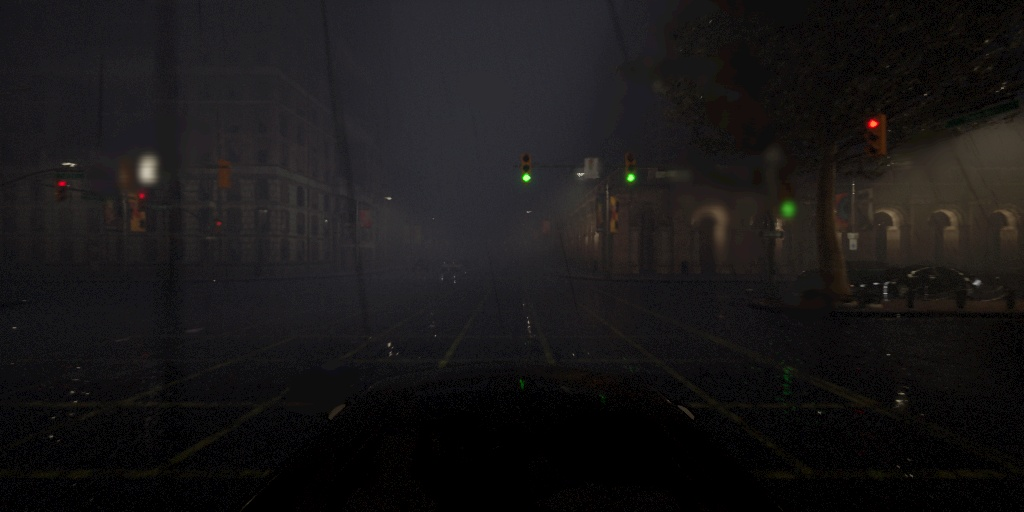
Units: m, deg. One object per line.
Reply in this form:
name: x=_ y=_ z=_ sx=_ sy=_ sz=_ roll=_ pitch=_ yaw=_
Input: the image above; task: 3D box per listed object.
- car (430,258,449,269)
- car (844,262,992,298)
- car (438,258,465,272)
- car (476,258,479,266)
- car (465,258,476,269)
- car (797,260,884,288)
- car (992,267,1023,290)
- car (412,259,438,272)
car: x=-10.529 y=1.096 z=52.413 sx=1.812 sy=1.442 sz=4.674 roll=0 pitch=0 yaw=1
car: x=19.339 y=1.199 z=17.299 sx=4.892 sy=1.490 sz=1.837 roll=0 pitch=0 yaw=0
car: x=-7.102 y=1.206 z=42.587 sx=1.895 sy=1.301 sz=4.718 roll=0 pitch=0 yaw=0
car: x=-6.879 y=1.025 z=62.599 sx=2.128 sy=1.511 sz=4.902 roll=0 pitch=0 yaw=1
car: x=-7.028 y=1.117 z=52.438 sx=2.033 sy=1.411 sz=5.357 roll=0 pitch=0 yaw=1
car: x=19.347 y=1.034 z=20.801 sx=4.553 sy=1.767 sz=2.097 roll=0 pitch=0 yaw=0
car: x=29.287 y=1.283 z=20.746 sx=4.718 sy=1.301 sz=1.895 roll=0 pitch=0 yaw=0
car: x=-10.598 y=1.129 z=43.107 sx=1.812 sy=1.442 sz=4.674 roll=0 pitch=0 yaw=0
